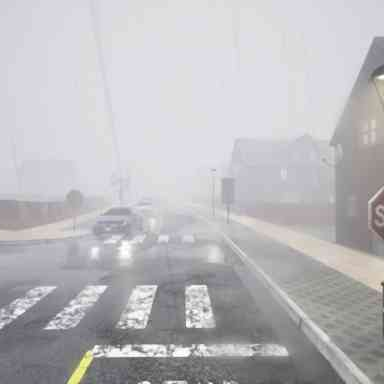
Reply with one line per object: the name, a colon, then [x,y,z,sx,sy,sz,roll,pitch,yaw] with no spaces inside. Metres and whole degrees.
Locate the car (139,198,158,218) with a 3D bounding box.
car: [-4.278,1.528,30.346,1.812,1.442,4.674,0,0,-5]

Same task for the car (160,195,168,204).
car: [-5.917,1.354,63.693,2.097,1.767,4.553,0,0,-11]

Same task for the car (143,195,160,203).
car: [-5.507,1.352,42.022,2.097,1.767,4.553,0,0,-7]

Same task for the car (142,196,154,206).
car: [-7.451,1.504,56.375,1.837,1.490,4.892,0,-1,-9]

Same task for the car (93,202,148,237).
car: [-3.885,1.527,18.209,1.812,1.442,4.674,0,0,3]
